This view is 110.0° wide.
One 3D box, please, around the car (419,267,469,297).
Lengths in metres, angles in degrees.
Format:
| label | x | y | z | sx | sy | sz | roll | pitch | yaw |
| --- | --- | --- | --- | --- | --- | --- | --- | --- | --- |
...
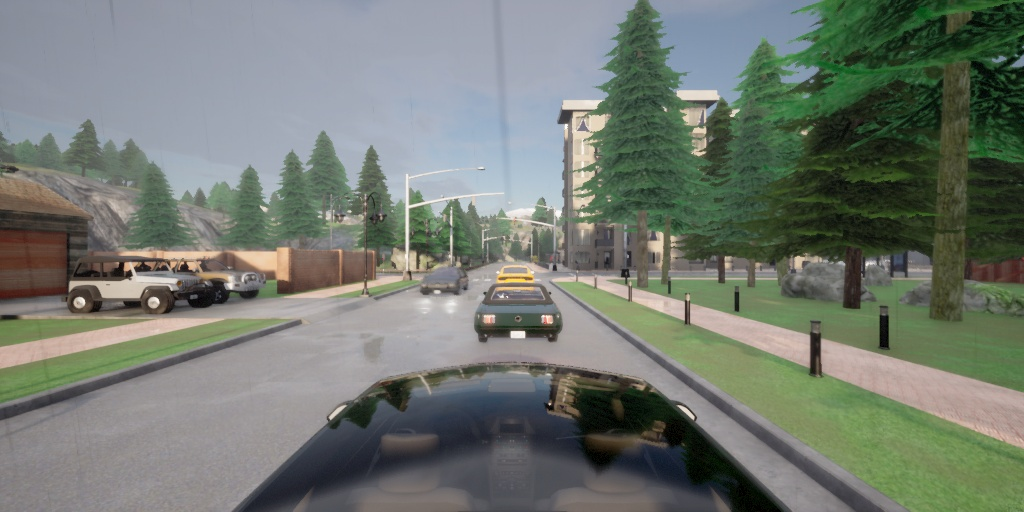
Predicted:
| label | x | y | z | sx | sy | sz | roll | pitch | yaw |
| --- | --- | --- | --- | --- | --- | --- | --- | --- | --- |
| car | -3.451 | 1.297 | 19.379 | 2.033 | 1.411 | 5.357 | 0 | 0 | 1 |

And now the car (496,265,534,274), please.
| label | x | y | z | sx | sy | sz | roll | pitch | yaw |
| --- | --- | --- | --- | --- | --- | --- | --- | --- | --- |
| car | 0.175 | 1.227 | 19.023 | 1.882 | 1.535 | 5.008 | 0 | 0 | 0 |

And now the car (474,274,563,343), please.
| label | x | y | z | sx | sy | sz | roll | pitch | yaw |
| --- | --- | --- | --- | --- | --- | --- | --- | --- | --- |
| car | 0.146 | 1.351 | 9.683 | 1.895 | 1.301 | 4.718 | 0 | 0 | 0 |
